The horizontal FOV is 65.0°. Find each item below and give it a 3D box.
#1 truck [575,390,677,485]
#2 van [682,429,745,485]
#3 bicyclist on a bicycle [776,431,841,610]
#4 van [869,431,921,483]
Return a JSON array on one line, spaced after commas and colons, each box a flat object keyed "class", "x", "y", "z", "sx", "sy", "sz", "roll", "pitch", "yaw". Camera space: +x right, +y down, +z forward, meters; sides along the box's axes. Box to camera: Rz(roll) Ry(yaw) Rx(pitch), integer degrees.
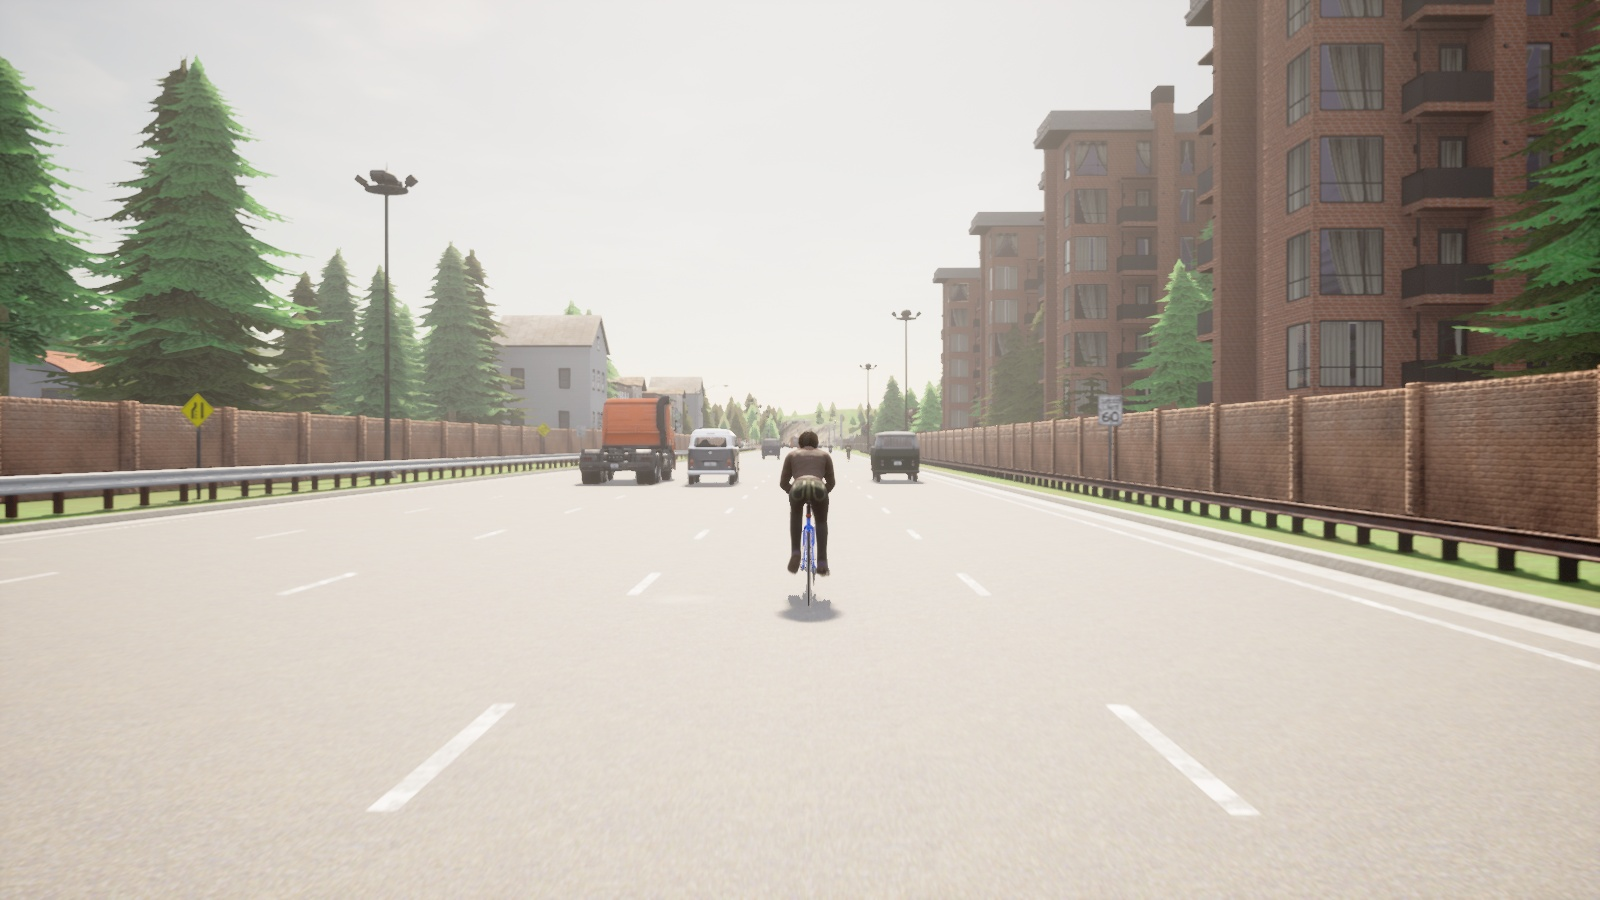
[{"class": "truck", "x": -6.712, "y": -0.475, "z": 49.508, "sx": 2.891, "sy": 3.462, "sz": 7.936, "roll": 0, "pitch": 0, "yaw": 0}, {"class": "van", "x": -3.225, "y": 0.242, "z": 47.507, "sx": 2.069, "sy": 2.038, "sz": 4.480, "roll": 0, "pitch": 0, "yaw": 0}, {"class": "bicyclist on a bicycle", "x": 0.083, "y": 0.641, "z": 12.196, "sx": 0.582, "sy": 1.620, "sz": 1.656, "roll": 0, "pitch": 0, "yaw": 0}, {"class": "van", "x": 3.795, "y": 0.261, "z": 50.812, "sx": 1.775, "sy": 1.987, "sz": 4.442, "roll": 0, "pitch": 0, "yaw": 0}]
